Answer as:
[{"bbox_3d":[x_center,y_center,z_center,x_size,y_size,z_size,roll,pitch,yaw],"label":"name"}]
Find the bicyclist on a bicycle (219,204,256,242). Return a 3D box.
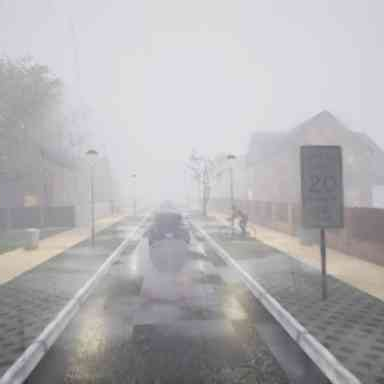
[{"bbox_3d":[1.984,1.350,14.499,1.656,1.620,0.582,-1,-1,-5],"label":"bicyclist on a bicycle"}]

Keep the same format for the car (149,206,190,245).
[{"bbox_3d":[-1.102,1.636,16.094,1.812,1.442,4.674,-1,0,-4],"label":"car"}]

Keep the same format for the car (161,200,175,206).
[{"bbox_3d":[-3.490,1.867,46.983,1.812,1.442,4.674,-1,0,-5],"label":"car"}]
